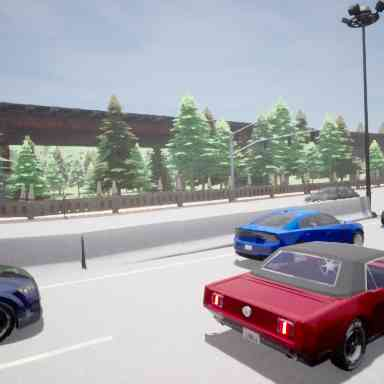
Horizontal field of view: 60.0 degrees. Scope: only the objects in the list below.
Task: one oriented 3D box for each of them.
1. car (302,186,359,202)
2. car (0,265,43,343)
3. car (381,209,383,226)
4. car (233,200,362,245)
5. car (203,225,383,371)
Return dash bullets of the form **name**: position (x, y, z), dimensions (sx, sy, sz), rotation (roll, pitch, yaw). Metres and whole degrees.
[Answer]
- **car**: position (10.036, 0.424, 24.076), dimensions (4.553, 1.767, 2.097), rotation (-4, 3, -32)
- **car**: position (-4.489, 1.564, 4.847), dimensions (4.181, 1.385, 1.994), rotation (0, 0, -36)
- **car**: position (10.840, 0.879, 15.876), dimensions (4.181, 1.385, 1.994), rotation (-4, 2, -36)
- **car**: position (3.560, 1.283, 10.630), dimensions (5.008, 1.535, 1.882), rotation (-3, 2, -36)
- **car**: position (2.573, 1.528, 5.607), dimensions (4.718, 1.301, 1.895), rotation (-2, 1, -36)
